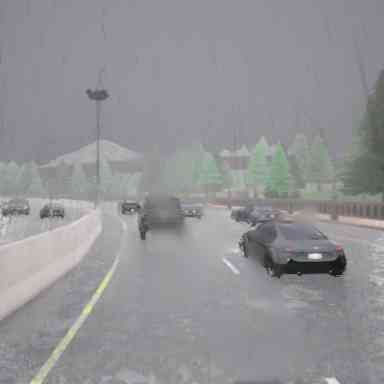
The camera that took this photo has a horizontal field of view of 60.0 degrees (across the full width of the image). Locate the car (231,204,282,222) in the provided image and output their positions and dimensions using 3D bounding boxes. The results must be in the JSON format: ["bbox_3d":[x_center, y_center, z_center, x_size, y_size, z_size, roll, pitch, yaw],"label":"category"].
[{"bbox_3d":[4.367,1.533,22.791,2.033,1.411,5.357,0,0,-13],"label":"car"}]

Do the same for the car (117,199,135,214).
[{"bbox_3d":[-6.760,1.533,35.419,1.837,1.490,4.892,0,0,-21],"label":"car"}]

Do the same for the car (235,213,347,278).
[{"bbox_3d":[2.849,1.554,10.211,1.994,1.385,4.181,0,0,-6],"label":"car"}]

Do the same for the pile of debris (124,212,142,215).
[{"bbox_3d":[-5.997,2.202,33.538,1.500,0.140,1.860,0,0,-20],"label":"pile of debris"}]

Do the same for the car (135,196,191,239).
[{"bbox_3d":[-1.743,1.230,17.714,2.150,2.045,5.566,0,0,-10],"label":"car"}]

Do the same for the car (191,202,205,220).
[{"bbox_3d":[-0.516,1.552,27.850,2.033,1.411,5.357,0,0,-16],"label":"car"}]
